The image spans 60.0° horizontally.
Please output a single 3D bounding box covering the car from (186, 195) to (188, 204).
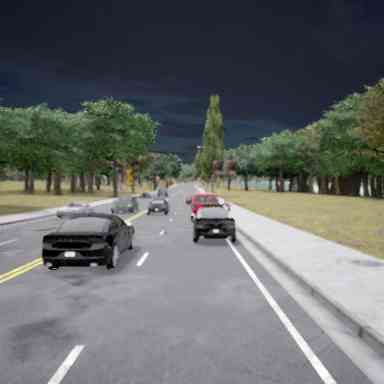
[{"bbox_3d":[0.010,1.151,49.910,1.895,1.301,4.718,0,1,0],"label":"car"}]

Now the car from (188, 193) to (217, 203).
[{"bbox_3d":[0.980,1.134,26.069,2.150,2.045,5.566,0,0,0],"label":"car"}]

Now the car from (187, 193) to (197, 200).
[{"bbox_3d":[0.012,0.839,65.956,1.895,1.301,4.718,0,1,0],"label":"car"}]

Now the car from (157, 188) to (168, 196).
[{"bbox_3d":[-6.487,0.167,74.192,2.150,2.045,5.566,0,1,0],"label":"car"}]

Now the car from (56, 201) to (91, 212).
[{"bbox_3d":[-9.844,1.495,28.275,1.895,1.301,4.718,0,1,0],"label":"car"}]

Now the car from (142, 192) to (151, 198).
[{"bbox_3d":[-9.737,0.671,69.928,1.994,1.385,4.181,0,1,0],"label":"car"}]

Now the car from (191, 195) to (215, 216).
[{"bbox_3d":[0.980,1.206,32.007,2.097,1.767,4.553,0,1,0],"label":"car"}]

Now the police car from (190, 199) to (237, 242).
[{"bbox_3d":[0.979,1.380,16.153,1.930,1.638,5.238,0,0,0],"label":"police car"}]

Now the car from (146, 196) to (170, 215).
[{"bbox_3d":[-3.143,1.382,31.986,1.812,1.442,4.674,0,1,0],"label":"car"}]

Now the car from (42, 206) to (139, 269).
[{"bbox_3d":[-3.149,1.450,11.053,1.882,1.535,5.008,0,0,0],"label":"car"}]

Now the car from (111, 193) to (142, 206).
[{"bbox_3d":[-6.588,1.197,32.927,2.097,1.767,4.553,0,1,0],"label":"car"}]
